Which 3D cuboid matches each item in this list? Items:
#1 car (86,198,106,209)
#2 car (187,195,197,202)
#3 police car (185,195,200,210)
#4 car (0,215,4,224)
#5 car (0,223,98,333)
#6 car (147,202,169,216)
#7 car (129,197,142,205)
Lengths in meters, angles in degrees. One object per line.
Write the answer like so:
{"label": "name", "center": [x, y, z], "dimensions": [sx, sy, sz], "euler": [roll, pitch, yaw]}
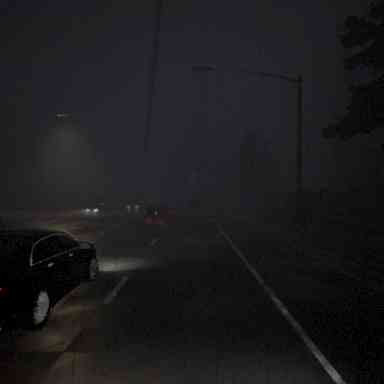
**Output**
{"label": "car", "center": [-13.992, 1.642, 48.874], "dimensions": [2.128, 1.511, 4.902], "euler": [0, 0, 0]}
{"label": "car", "center": [0.034, 1.367, 70.670], "dimensions": [2.128, 1.511, 4.902], "euler": [0, 0, 0]}
{"label": "police car", "center": [0.119, 1.572, 45.703], "dimensions": [1.930, 1.638, 5.238], "euler": [0, 0, 0]}
{"label": "car", "center": [-10.576, 1.394, 15.015], "dimensions": [2.097, 1.767, 4.553], "euler": [0, 0, 0]}
{"label": "car", "center": [-3.395, 1.527, 6.882], "dimensions": [1.837, 1.490, 4.892], "euler": [0, 0, 0]}
{"label": "car", "center": [-3.384, 1.707, 33.744], "dimensions": [1.895, 1.301, 4.718], "euler": [0, 0, 0]}
{"label": "car", "center": [-10.471, 1.709, 61.480], "dimensions": [1.837, 1.490, 4.892], "euler": [0, 0, 0]}
